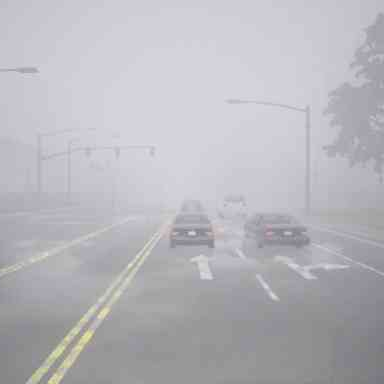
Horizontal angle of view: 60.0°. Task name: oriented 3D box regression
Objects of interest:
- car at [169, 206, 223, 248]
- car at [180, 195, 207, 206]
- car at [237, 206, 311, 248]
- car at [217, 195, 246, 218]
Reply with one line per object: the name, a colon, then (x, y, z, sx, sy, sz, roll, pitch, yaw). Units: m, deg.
car: (0.000, 1.561, 14.650, 2.033, 1.411, 5.357, 0, 0, 0)
car: (0.000, 1.364, 29.620, 2.097, 1.767, 4.553, 0, 0, 0)
car: (3.500, 1.561, 14.650, 2.033, 1.411, 5.357, 0, 0, 0)
car: (3.500, 1.256, 29.680, 2.150, 2.045, 5.566, 0, 0, 0)
